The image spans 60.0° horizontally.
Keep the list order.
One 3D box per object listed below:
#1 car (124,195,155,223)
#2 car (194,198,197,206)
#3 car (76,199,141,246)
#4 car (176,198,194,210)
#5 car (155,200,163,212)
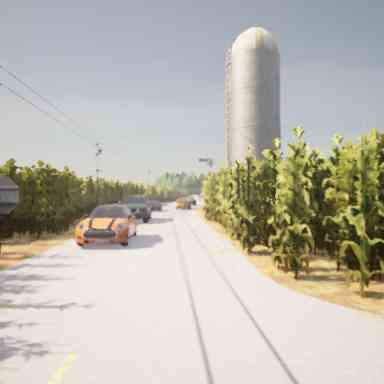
[{"bbox_3d":[-4.394,1.270,26.095,2.150,2.045,5.566,0,0,-3],"label":"car"},{"bbox_3d":[-0.271,1.646,57.041,2.033,1.411,5.357,0,0,6],"label":"car"},{"bbox_3d":[-3.778,1.383,15.355,2.097,1.767,4.553,0,0,-3],"label":"car"},{"bbox_3d":[-1.105,1.557,45.617,1.882,1.535,5.008,0,0,3],"label":"car"},{"bbox_3d":[-4.688,1.638,40.210,1.994,1.385,4.181,0,0,1],"label":"car"}]
